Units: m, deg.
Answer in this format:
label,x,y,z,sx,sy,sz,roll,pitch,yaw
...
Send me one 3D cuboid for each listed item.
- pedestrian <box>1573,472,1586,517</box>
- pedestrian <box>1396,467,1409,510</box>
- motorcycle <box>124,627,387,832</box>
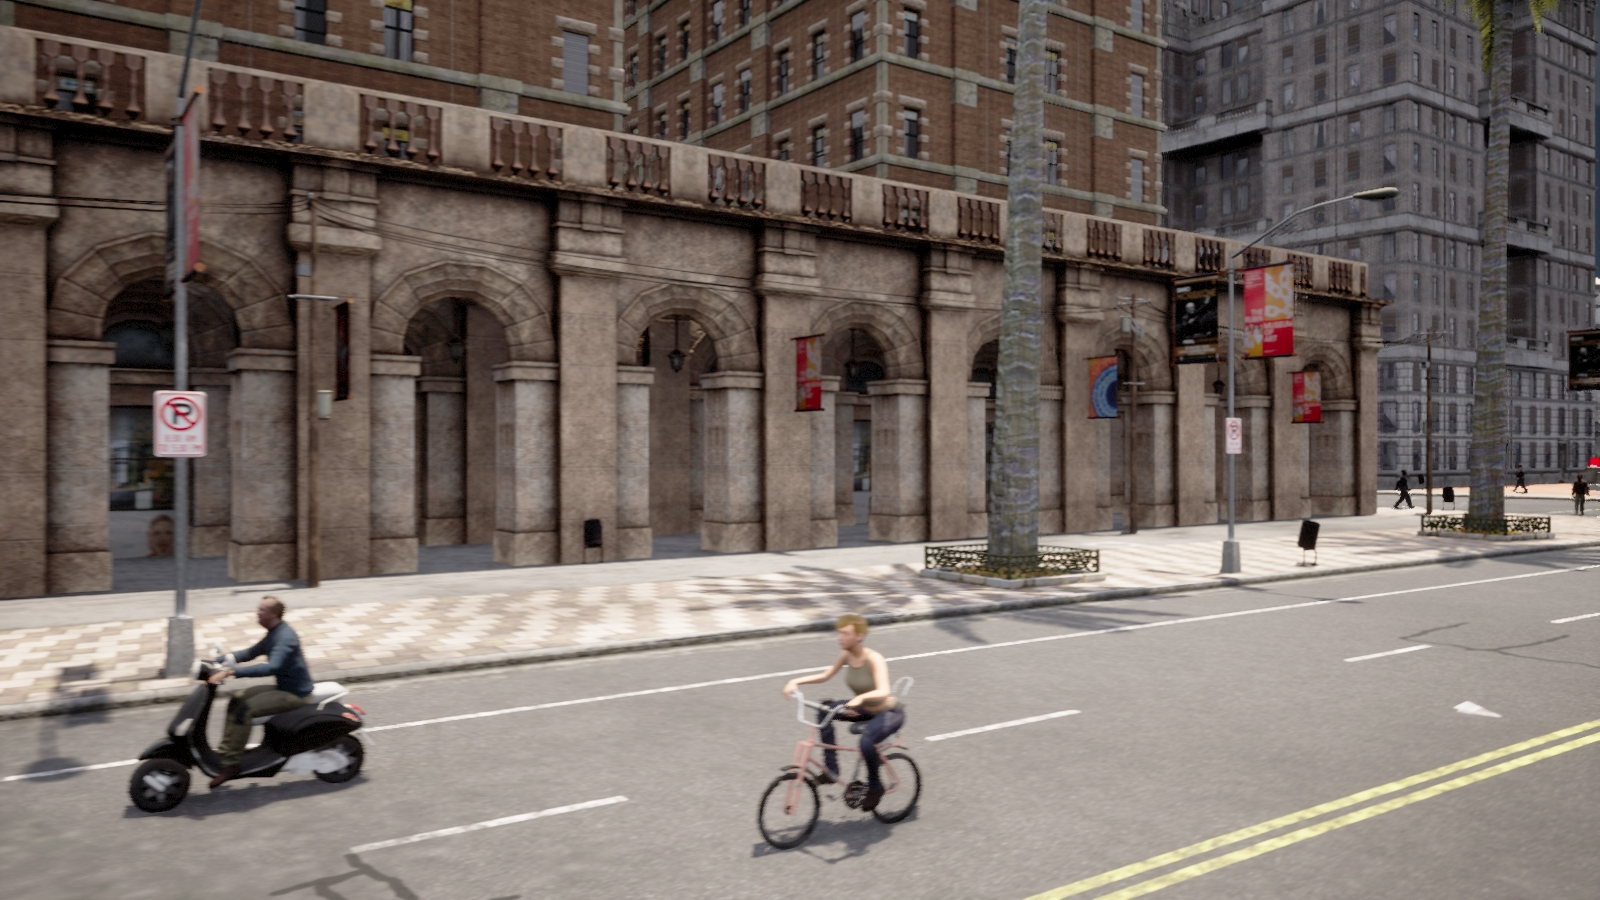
label,x,y,z,sx,sy,sz,roll,pitch,yaw
pedestrian,32.490,1.849,47.607,0.375,1.860,0.375,0,0,-41
pedestrian,26.664,1.696,50.571,0.375,1.860,0.375,0,0,-33
motorcycle,-4.386,2.182,9.239,1.805,1.236,0.856,0,0,-35
